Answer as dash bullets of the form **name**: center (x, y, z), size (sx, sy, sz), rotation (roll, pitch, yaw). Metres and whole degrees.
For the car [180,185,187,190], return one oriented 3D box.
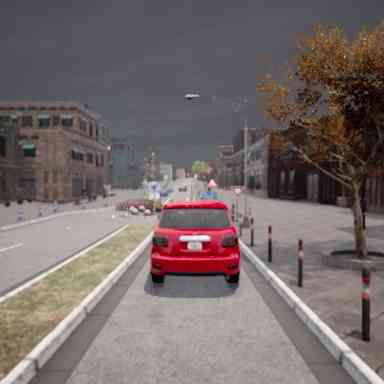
- **car**: center (-2.303, -1.221, 90.649), size (1.812, 1.442, 4.674), rotation (0, 2, 0)

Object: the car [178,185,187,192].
- **car**: center (-2.287, -0.713, 80.656), size (1.812, 1.442, 4.674), rotation (0, 2, 0)

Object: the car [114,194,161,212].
- **car**: center (-5.560, 1.222, 32.977), size (4.181, 1.385, 1.994), rotation (-1, 1, -18)

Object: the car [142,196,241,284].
- **car**: center (0.108, 1.266, 9.838), size (2.150, 2.045, 5.566), rotation (0, 0, 1)

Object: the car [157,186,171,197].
- **car**: center (-5.318, 0.141, 60.405), size (1.882, 1.535, 5.008), rotation (0, 3, 0)

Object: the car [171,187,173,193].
- **car**: center (-5.280, -0.547, 76.199), size (1.812, 1.442, 4.674), rotation (0, 2, 0)

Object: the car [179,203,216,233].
- **car**: center (0.510, 1.516, 21.084), size (2.033, 1.411, 5.357), rotation (0, 1, 5)
